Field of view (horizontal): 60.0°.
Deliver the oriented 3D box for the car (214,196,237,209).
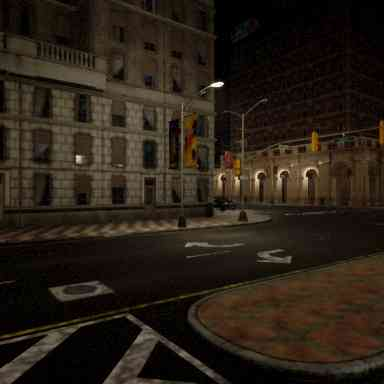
[{"bbox_3d":[3.757,1.352,43.668,2.097,1.767,4.553,0,0,-36],"label":"car"}]
